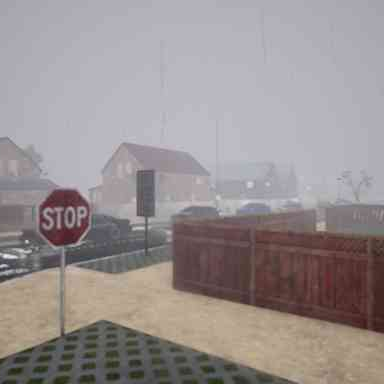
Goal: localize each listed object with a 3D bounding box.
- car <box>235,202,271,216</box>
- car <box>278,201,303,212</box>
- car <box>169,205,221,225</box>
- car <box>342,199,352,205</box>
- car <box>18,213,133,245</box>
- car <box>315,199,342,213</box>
[{"bbox_3d":[5.912,1.765,31.910,1.882,1.535,5.008,0,-1,35],"label":"car"},{"bbox_3d":[11.972,1.850,40.402,2.128,1.511,4.902,0,-1,35],"label":"car"},{"bbox_3d":[0.322,1.730,24.046,1.837,1.490,4.892,0,0,35],"label":"car"},{"bbox_3d":[23.351,1.814,51.365,2.097,1.767,4.553,0,-1,32],"label":"car"},{"bbox_3d":[-5.348,1.715,16.126,2.033,1.411,5.357,0,0,37],"label":"car"},{"bbox_3d":[17.310,1.877,42.901,2.128,1.511,4.902,0,-1,35],"label":"car"}]
